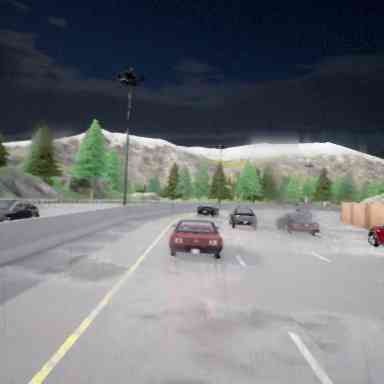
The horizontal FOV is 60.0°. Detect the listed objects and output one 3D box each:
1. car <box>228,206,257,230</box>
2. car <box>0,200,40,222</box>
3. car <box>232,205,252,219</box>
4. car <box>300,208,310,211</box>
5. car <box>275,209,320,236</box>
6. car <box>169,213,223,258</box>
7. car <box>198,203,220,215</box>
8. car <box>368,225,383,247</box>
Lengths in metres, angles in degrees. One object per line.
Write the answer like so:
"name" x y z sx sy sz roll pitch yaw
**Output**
"car" 3.917 1.987 25.975 2.128 1.511 4.902 3 -1 3
"car" -10.424 1.188 18.731 2.128 1.511 4.902 3 -1 1
"car" 6.043 2.328 39.793 1.994 1.385 4.181 3 -1 14
"car" 14.070 2.751 41.767 1.994 1.385 4.181 2 -1 19
"car" 7.276 2.183 23.437 2.033 1.411 5.357 3 -1 2
"car" 0.155 1.767 13.640 1.895 1.301 4.718 3 -1 1
"car" 1.977 2.019 38.207 1.882 1.535 5.008 2 -1 14
"car" 10.680 2.075 16.380 2.097 1.767 4.553 3 -1 1
